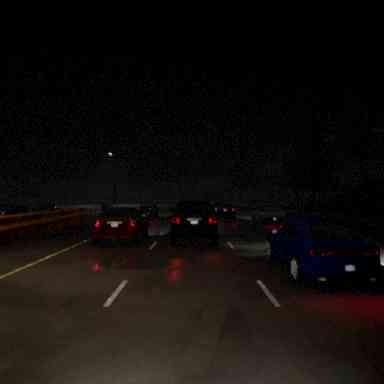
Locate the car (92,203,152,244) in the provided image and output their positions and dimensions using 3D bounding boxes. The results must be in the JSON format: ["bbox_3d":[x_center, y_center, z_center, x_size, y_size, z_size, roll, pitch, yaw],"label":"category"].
[{"bbox_3d":[-3.470,1.534,16.890,2.097,1.767,4.553,0,-1,-1],"label":"car"}]

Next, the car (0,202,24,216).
[{"bbox_3d":[-18.883,1.871,35.161,2.128,1.511,4.902,0,-1,-7],"label":"car"}]

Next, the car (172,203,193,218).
[{"bbox_3d":[-1.058,1.904,35.133,1.812,1.442,4.674,0,0,-6],"label":"car"}]

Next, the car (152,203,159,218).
[{"bbox_3d":[-4.430,1.857,33.784,2.128,1.511,4.902,0,-1,-6],"label":"car"}]

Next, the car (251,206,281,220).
[{"bbox_3d":[6.520,1.915,29.089,1.895,1.301,4.718,0,-1,-4],"label":"car"}]

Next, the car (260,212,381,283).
[{"bbox_3d":[3.581,1.586,9.995,1.882,1.535,5.008,0,0,0],"label":"car"}]

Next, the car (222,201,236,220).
[{"bbox_3d":[2.762,1.695,31.892,2.097,1.767,4.553,0,-1,-5],"label":"car"}]

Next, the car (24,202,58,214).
[{"bbox_3d":[-15.288,1.878,34.567,1.837,1.490,4.892,0,-1,-7],"label":"car"}]

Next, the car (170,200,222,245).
[{"bbox_3d":[0.052,1.406,16.869,2.150,2.045,5.566,0,0,-1],"label":"car"}]
